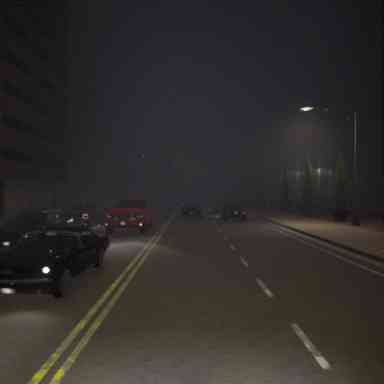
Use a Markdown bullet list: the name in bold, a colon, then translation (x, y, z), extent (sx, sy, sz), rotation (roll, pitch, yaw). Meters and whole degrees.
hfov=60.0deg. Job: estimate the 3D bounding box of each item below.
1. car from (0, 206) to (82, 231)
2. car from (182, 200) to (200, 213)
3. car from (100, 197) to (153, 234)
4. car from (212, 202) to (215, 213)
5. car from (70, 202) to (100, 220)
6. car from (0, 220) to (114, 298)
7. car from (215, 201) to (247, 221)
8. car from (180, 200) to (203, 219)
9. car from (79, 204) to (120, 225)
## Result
- **car**: translation (-7.151, 1.621, 15.472), extent (2.033, 1.411, 5.357), rotation (0, 0, 0)
- **car**: translation (-0.120, 1.731, 41.362), extent (2.033, 1.411, 5.357), rotation (0, 0, 0)
- **car**: translation (-3.657, 1.315, 20.245), extent (2.150, 2.045, 5.566), rotation (0, 0, -1)
- **car**: translation (3.374, 1.774, 39.517), extent (1.895, 1.301, 4.718), rotation (0, 0, 0)
- **car**: translation (-7.078, 1.451, 21.495), extent (2.097, 1.767, 4.553), rotation (0, 0, 0)
- **car**: translation (-3.628, 1.642, 8.730), extent (1.895, 1.301, 4.718), rotation (0, 0, 0)
- **car**: translation (3.446, 1.672, 28.482), extent (2.033, 1.411, 5.357), rotation (0, 0, 0)
- **car**: translation (-0.047, 1.630, 31.052), extent (2.128, 1.511, 4.902), rotation (0, 0, 0)
- **car**: translation (-7.155, 1.684, 26.156), extent (1.994, 1.385, 4.181), rotation (0, 0, 0)
